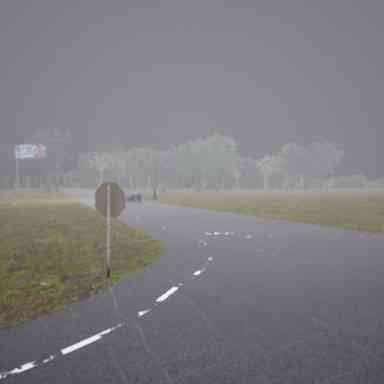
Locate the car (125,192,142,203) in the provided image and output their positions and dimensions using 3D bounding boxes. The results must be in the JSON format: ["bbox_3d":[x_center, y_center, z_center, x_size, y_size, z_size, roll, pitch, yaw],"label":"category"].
[{"bbox_3d":[-8.589,0.706,47.964,1.882,1.535,5.008,0,1,-23],"label":"car"}]
